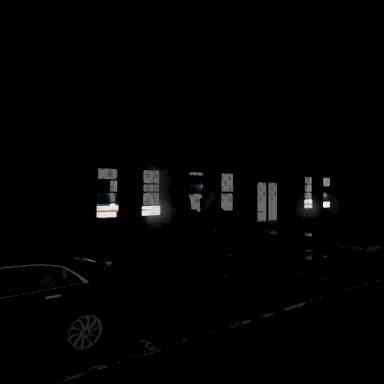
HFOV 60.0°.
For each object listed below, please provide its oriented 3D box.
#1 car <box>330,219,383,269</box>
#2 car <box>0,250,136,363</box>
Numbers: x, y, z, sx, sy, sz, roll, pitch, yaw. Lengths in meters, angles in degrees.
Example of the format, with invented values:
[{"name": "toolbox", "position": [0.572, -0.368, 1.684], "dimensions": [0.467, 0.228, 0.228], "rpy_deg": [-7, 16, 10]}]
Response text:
[{"name": "car", "position": [6.345, 1.582, 11.068], "dimensions": [4.206, 1.307, 1.802], "rpy_deg": [0, 0, -35]}, {"name": "car", "position": [-2.931, 1.551, 4.468], "dimensions": [4.403, 1.369, 2.008], "rpy_deg": [0, 0, -35]}]
